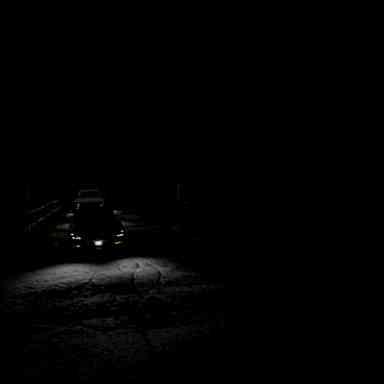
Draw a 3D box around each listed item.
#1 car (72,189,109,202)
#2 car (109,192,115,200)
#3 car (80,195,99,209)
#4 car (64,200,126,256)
[{"bbox_3d":[-7.844,0.815,25.457,2.150,2.045,5.566,-2,1,-17],"label":"car"},{"bbox_3d":[-13.672,0.606,54.373,1.994,1.385,4.181,-2,1,-17],"label":"car"},{"bbox_3d":[-11.230,1.009,36.466,1.895,1.301,4.718,-2,1,-17],"label":"car"},{"bbox_3d":[-3.690,1.300,12.559,1.837,1.490,4.892,-2,1,-19],"label":"car"}]
